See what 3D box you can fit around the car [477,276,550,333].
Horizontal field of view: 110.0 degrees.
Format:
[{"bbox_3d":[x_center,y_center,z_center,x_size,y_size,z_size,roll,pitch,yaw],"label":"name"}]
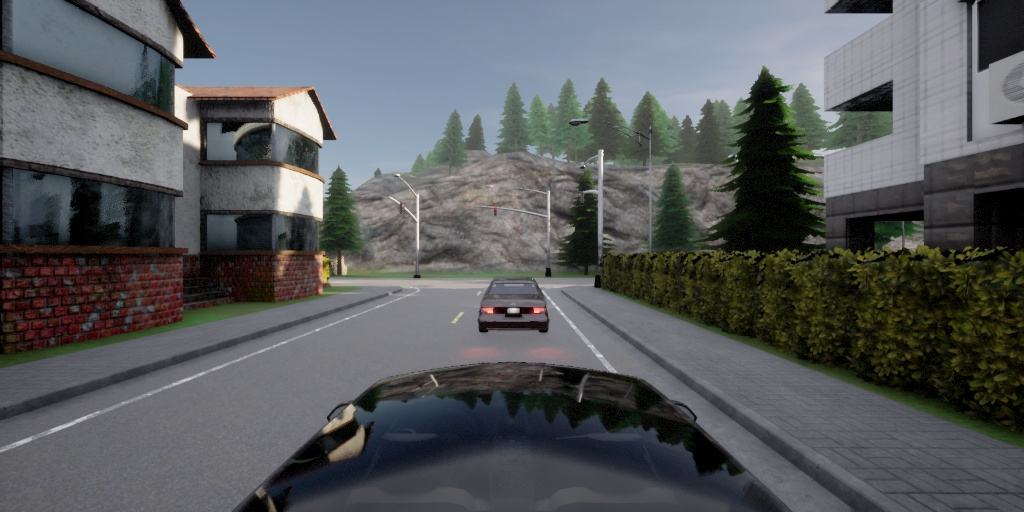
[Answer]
[{"bbox_3d":[0.052,1.297,10.728,2.033,1.411,5.357,0,0,0],"label":"car"}]
